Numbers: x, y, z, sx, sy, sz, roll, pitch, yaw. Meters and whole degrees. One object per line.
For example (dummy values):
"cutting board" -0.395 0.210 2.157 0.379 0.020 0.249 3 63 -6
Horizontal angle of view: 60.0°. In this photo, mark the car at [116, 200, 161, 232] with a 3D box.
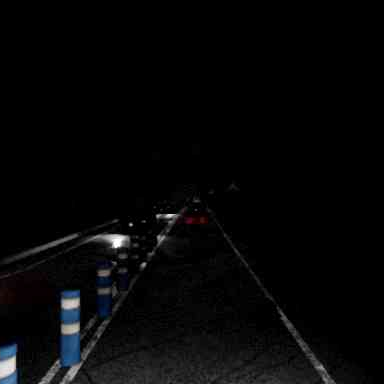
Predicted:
"car" -3.212 1.494 20.091 1.837 1.490 4.892 0 0 1

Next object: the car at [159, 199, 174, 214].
"car" -2.978 1.480 35.256 1.812 1.442 4.674 0 0 1

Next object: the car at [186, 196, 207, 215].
"car" 0.430 1.451 33.004 2.128 1.511 4.902 0 0 1

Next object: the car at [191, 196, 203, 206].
"car" 0.740 1.423 52.387 1.812 1.442 4.674 0 0 1
